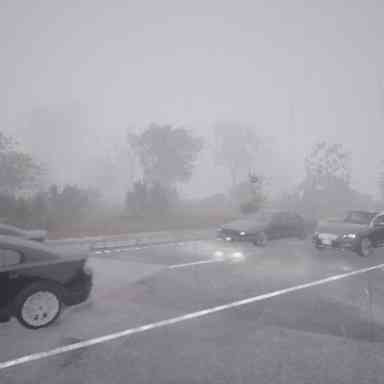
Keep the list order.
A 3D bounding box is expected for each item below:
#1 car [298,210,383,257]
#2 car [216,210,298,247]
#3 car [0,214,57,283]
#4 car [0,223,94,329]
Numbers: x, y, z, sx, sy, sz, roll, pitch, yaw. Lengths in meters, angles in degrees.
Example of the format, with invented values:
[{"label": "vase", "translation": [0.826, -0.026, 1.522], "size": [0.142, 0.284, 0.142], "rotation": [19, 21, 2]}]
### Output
[{"label": "car", "translation": [6.720, 1.486, 13.048], "size": [4.902, 1.511, 2.128], "rotation": [0, 0, -35]}, {"label": "car", "translation": [3.657, 1.530, 15.178], "size": [5.357, 1.411, 2.033], "rotation": [0, 0, -35]}, {"label": "car", "translation": [-6.178, 1.447, 8.187], "size": [5.008, 1.535, 1.882], "rotation": [0, 0, -36]}, {"label": "car", "translation": [-4.160, 1.457, 5.327], "size": [5.008, 1.535, 1.882], "rotation": [0, 0, -36]}]
